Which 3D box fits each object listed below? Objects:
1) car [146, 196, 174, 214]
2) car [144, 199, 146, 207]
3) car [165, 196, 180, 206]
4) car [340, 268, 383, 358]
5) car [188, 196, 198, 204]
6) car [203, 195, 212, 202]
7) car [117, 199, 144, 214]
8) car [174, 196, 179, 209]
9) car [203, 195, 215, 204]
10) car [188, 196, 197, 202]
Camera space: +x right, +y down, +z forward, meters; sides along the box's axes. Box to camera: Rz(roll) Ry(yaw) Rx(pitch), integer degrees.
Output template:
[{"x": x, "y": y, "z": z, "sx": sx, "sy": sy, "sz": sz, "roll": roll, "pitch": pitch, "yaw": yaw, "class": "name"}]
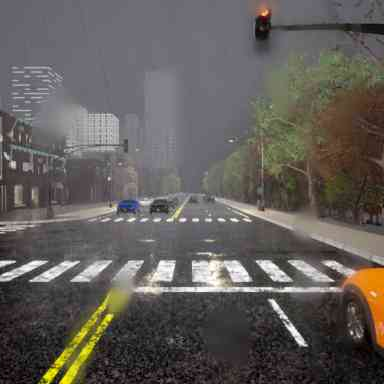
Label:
[{"x": -3.271, "y": 1.467, "z": 34.845, "sx": 1.882, "sy": 1.535, "sz": 5.008, "roll": 0, "pitch": 0, "yaw": 0, "class": "car"}, {"x": -6.490, "y": 1.585, "z": 47.146, "sx": 1.895, "sy": 1.301, "sz": 4.718, "roll": 0, "pitch": 0, "yaw": 0, "class": "car"}, {"x": -3.210, "y": 1.469, "z": 55.881, "sx": 2.128, "sy": 1.511, "sz": 4.902, "roll": 0, "pitch": 0, "yaw": 0, "class": "car"}, {"x": 3.359, "y": 1.351, "z": 3.381, "sx": 2.097, "sy": 1.767, "sz": 4.553, "roll": 0, "pitch": 0, "yaw": 0, "class": "car"}, {"x": 0.248, "y": 1.523, "z": 64.421, "sx": 2.033, "sy": 1.411, "sz": 5.357, "roll": 0, "pitch": 0, "yaw": 1, "class": "car"}, {"x": 3.427, "y": 1.447, "z": 74.861, "sx": 1.882, "sy": 1.535, "sz": 5.008, "roll": 0, "pitch": 0, "yaw": 0, "class": "car"}, {"x": -6.529, "y": 1.467, "z": 34.732, "sx": 1.882, "sy": 1.535, "sz": 5.008, "roll": 0, "pitch": 0, "yaw": -1, "class": "car"}, {"x": -3.245, "y": 1.549, "z": 44.808, "sx": 1.994, "sy": 1.385, "sz": 4.181, "roll": 0, "pitch": 0, "yaw": 1, "class": "car"}, {"x": 3.498, "y": 1.467, "z": 64.696, "sx": 2.128, "sy": 1.511, "sz": 4.902, "roll": 0, "pitch": 0, "yaw": 0, "class": "car"}, {"x": 0.177, "y": 1.565, "z": 74.914, "sx": 1.895, "sy": 1.301, "sz": 4.718, "roll": 0, "pitch": 0, "yaw": 0, "class": "car"}]
